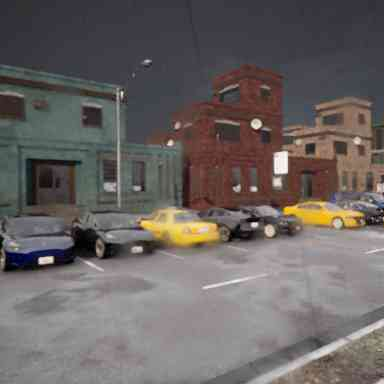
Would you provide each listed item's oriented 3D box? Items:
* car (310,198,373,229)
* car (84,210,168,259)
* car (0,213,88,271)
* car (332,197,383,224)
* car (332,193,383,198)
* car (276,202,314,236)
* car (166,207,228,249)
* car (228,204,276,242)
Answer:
[{"bbox_3d":[8.140,1.369,20.861,2.097,1.535,5.008,0,0,-35],"label":"car"},{"bbox_3d":[-3.173,1.478,12.806,2.163,1.488,4.792,0,0,-35],"label":"car"},{"bbox_3d":[-5.441,1.494,11.202,2.163,1.488,4.792,0,0,-35],"label":"car"},{"bbox_3d":[10.412,1.354,22.463,2.231,1.521,4.892,0,0,-35],"label":"car"},{"bbox_3d":[12.687,1.085,24.056,2.435,2.045,5.566,0,0,-35],"label":"car"},{"bbox_3d":[3.512,1.402,17.576,2.097,1.535,5.008,0,0,-35],"label":"car"},{"bbox_3d":[-1.028,1.429,14.586,1.946,1.575,5.366,0,0,-35],"label":"car"},{"bbox_3d":[1.331,1.446,16.062,2.163,1.488,4.792,0,0,-35],"label":"car"}]
